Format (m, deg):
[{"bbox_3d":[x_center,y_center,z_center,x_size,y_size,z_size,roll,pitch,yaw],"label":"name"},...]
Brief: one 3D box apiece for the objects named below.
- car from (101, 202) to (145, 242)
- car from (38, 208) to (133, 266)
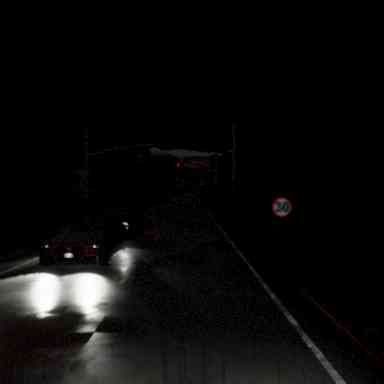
[{"bbox_3d":[-3.559,1.368,15.682,2.097,1.767,4.553,0,2,0],"label":"car"},{"bbox_3d":[-3.495,1.525,11.404,1.994,1.385,4.181,0,2,0],"label":"car"}]
